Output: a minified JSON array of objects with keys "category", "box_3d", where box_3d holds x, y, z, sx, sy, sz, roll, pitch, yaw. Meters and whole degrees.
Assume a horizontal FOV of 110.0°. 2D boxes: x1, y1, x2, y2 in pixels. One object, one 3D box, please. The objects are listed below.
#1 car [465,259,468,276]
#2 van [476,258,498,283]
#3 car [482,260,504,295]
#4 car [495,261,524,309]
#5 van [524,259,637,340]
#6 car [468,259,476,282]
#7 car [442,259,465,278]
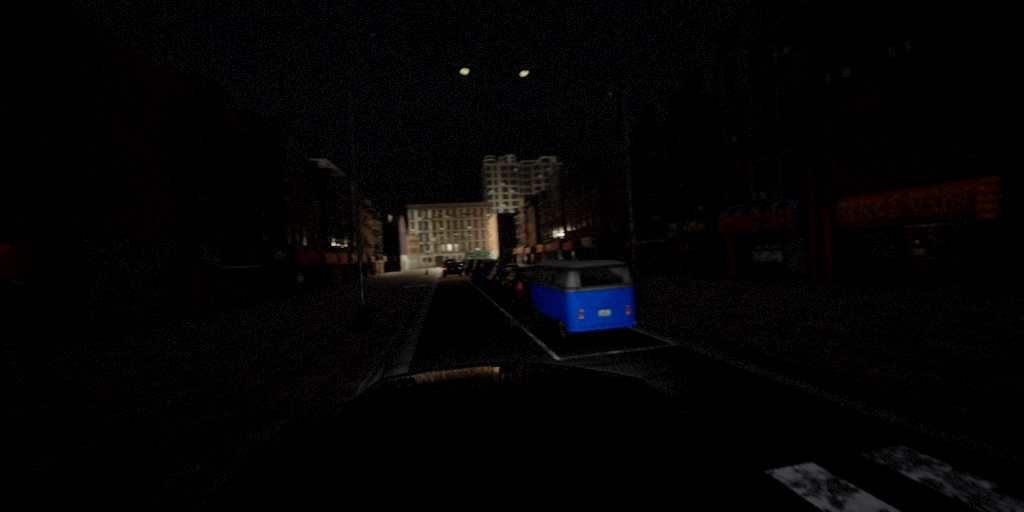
[{"category":"car","box_3d":[-4.329,1.271,41.692,2.192,1.841,5.009,0,0,-11]},{"category":"van","box_3d":[-1.333,1.135,25.542,1.690,1.789,3.998,0,0,-11]},{"category":"car","box_3d":[-0.334,1.181,20.159,1.967,1.591,4.097,0,0,-11]},{"category":"car","box_3d":[0.664,1.128,14.776,1.967,1.591,4.097,0,0,-11]},{"category":"van","box_3d":[1.663,0.978,9.392,1.690,1.789,3.998,0,0,-11]},{"category":"car","box_3d":[-2.331,1.162,30.922,2.192,1.841,5.009,0,0,-11]},{"category":"car","box_3d":[-6.863,1.460,41.176,2.097,1.767,4.553,-3,0,-11]}]
